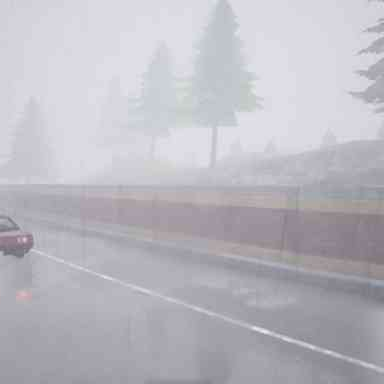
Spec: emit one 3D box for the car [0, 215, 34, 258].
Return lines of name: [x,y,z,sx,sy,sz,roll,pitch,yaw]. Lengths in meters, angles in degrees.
car: [-6.903,1.376,10.769,1.895,1.301,4.718,1,1,-44]
